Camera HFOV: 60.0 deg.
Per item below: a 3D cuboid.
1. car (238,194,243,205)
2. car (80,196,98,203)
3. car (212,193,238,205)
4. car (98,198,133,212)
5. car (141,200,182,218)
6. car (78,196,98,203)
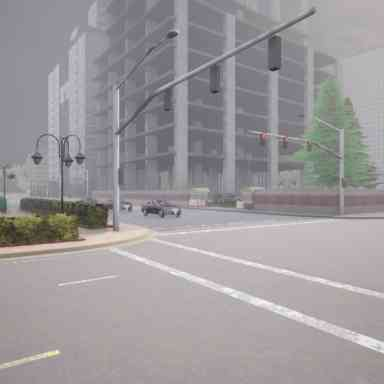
[{"bbox_3d":[7.344,1.118,55.156,1.905,1.878,3.866,0,0,-36],"label":"car"},{"bbox_3d":[-20.714,1.547,66.670,1.895,1.301,4.718,0,0,-36],"label":"car"},{"bbox_3d":[4.956,1.118,53.440,1.905,1.878,3.866,0,0,-36],"label":"car"},{"bbox_3d":[-8.391,1.438,37.481,2.128,1.511,4.902,0,0,-36],"label":"car"},{"bbox_3d":[-2.820,1.437,29.814,2.128,1.511,4.902,0,0,-36],"label":"car"},{"bbox_3d":[-14.289,1.510,45.609,1.994,1.385,4.181,0,0,-36],"label":"car"}]
